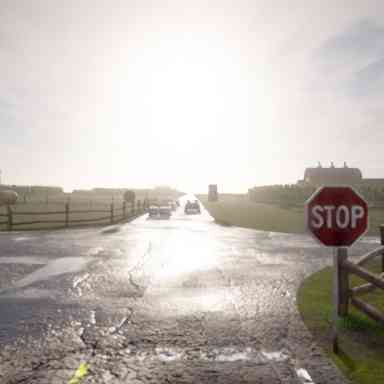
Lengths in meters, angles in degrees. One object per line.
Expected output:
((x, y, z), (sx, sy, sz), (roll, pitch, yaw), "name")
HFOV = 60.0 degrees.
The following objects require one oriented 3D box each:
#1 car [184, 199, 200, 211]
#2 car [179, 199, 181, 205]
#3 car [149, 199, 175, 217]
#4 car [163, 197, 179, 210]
((0.035, 1.561, 40.069), (2.033, 1.411, 5.357), (0, 0, 0), "car")
((-2.919, 1.514, 54.202), (2.128, 1.511, 4.902), (0, 0, 0), "car")
((-2.894, 1.610, 30.954), (1.895, 1.301, 4.718), (0, 0, 0), "car")
((-2.911, 1.517, 40.447), (1.837, 1.490, 4.892), (0, 0, 0), "car")
